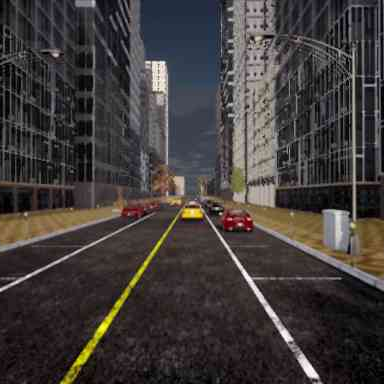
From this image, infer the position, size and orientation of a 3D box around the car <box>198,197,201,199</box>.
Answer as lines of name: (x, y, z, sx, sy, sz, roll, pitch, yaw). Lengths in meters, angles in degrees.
car: (0.012, 1.948, 56.708, 1.994, 1.385, 4.181, 0, 0, 0)

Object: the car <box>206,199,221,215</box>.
car: (2.698, 1.831, 37.964, 1.947, 1.339, 4.313, 0, 0, 0)

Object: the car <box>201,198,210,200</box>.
car: (2.700, 1.904, 49.348, 1.947, 1.339, 4.313, 0, 0, 0)

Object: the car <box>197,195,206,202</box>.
car: (2.709, 1.912, 94.887, 2.192, 1.841, 5.009, 0, 0, 0)

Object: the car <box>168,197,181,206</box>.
car: (-3.009, 1.906, 64.409, 1.882, 1.535, 5.008, 0, 0, 1)

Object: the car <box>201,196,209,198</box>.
car: (2.702, 1.973, 60.732, 1.947, 1.339, 4.313, 0, 0, 0)

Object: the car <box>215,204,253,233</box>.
car: (2.695, 1.697, 20.888, 1.887, 1.381, 4.507, 0, 0, 0)

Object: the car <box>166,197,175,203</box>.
car: (-5.674, 2.118, 89.207, 2.008, 1.369, 4.403, 0, 0, 0)

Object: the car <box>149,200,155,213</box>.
car: (-5.682, 1.848, 37.973, 1.802, 1.307, 4.206, 0, 0, 0)

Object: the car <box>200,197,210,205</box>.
car: (2.705, 1.914, 72.118, 1.967, 1.590, 4.097, 0, 0, 0)

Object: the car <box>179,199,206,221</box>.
car: (0.049, 1.669, 29.855, 1.801, 1.575, 5.366, 0, 0, 1)

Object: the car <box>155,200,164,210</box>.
car: (-5.680, 1.883, 49.358, 1.887, 1.381, 4.507, 0, 0, 0)

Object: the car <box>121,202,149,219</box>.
car: (-5.683, 1.774, 32.280, 1.887, 1.381, 4.507, 0, 0, 0)
